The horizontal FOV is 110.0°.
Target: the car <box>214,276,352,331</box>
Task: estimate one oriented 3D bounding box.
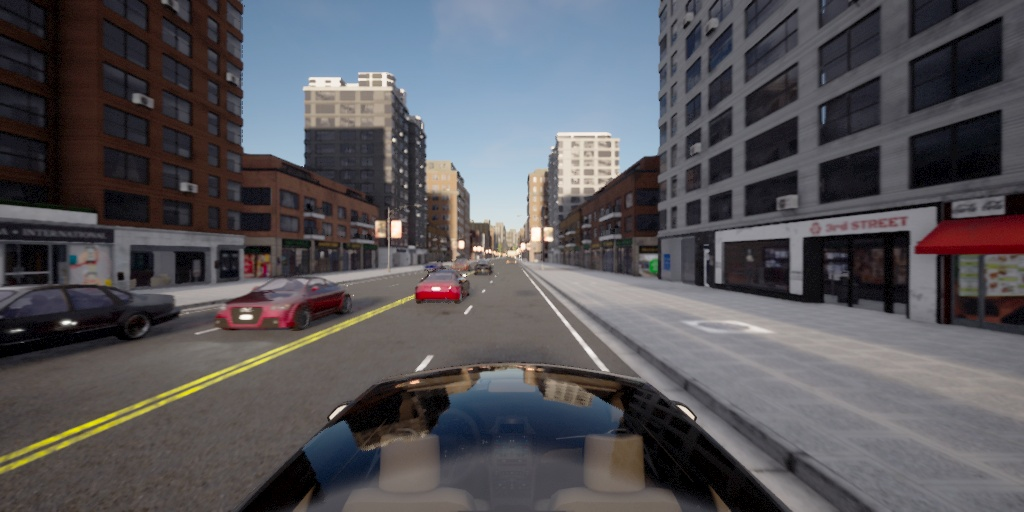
[{"bbox_3d":[-6.590,1.323,10.858,1.994,1.385,4.181,0,0,0],"label":"car"}]

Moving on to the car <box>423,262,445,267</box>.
[{"bbox_3d":[-9.835,1.398,45.333,1.895,1.301,4.718,0,0,0],"label":"car"}]

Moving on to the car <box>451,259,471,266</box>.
[{"bbox_3d":[-6.579,1.151,46.555,2.097,1.767,4.553,0,0,0],"label":"car"}]

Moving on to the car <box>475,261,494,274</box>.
[{"bbox_3d":[-3.153,1.298,40.967,1.837,1.490,4.892,0,0,0],"label":"car"}]

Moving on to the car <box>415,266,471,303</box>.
[{"bbox_3d":[-3.151,1.330,16.901,1.994,1.385,4.181,0,0,0],"label":"car"}]

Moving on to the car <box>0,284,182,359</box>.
[{"bbox_3d":[-9.845,1.302,7.245,2.033,1.411,5.357,0,0,0],"label":"car"}]
